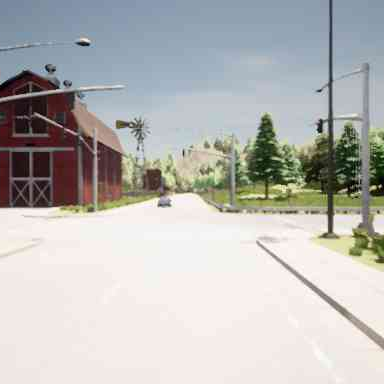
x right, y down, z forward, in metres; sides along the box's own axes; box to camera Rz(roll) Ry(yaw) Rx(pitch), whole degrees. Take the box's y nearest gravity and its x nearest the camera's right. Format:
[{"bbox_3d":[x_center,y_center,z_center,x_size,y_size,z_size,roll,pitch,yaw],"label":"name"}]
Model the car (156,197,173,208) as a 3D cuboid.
[{"bbox_3d":[-3.512,1.361,43.715,2.033,1.411,5.357,0,1,0],"label":"car"}]
